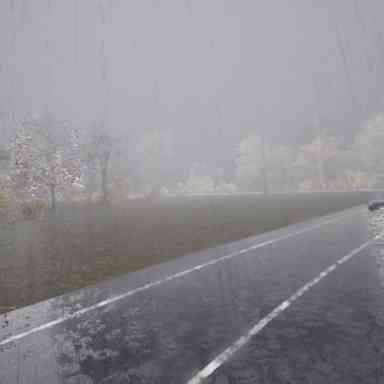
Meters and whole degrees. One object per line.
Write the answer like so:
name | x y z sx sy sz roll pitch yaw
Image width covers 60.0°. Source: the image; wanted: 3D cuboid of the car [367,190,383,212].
car | 13.824 0.532 23.241 2.033 1.411 5.357 -4 0 41
